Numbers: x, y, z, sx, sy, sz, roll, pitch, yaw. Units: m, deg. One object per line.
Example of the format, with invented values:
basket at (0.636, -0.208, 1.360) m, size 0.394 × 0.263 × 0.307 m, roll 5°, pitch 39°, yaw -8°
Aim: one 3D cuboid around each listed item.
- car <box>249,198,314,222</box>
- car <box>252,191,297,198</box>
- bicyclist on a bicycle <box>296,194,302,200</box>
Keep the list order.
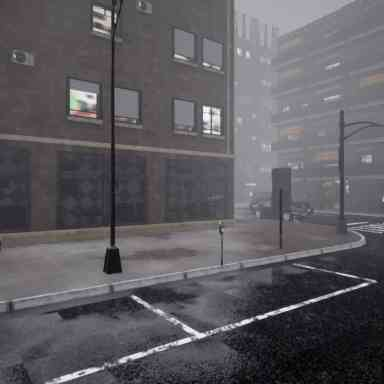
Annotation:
car at (6.298, 1.342, 24.197) m, size 2.008 × 1.369 × 4.403 m, roll 1°, pitch 0°, yaw -36°
car at (7.208, 0.988, 27.338) m, size 2.150 × 2.045 × 5.566 m, roll 0°, pitch 1°, yaw -36°
bicyclist on a bicycle at (11.563, 1.011, 36.210) m, size 1.656 × 1.620 × 0.582 m, roll 0°, pitch 1°, yaw -36°
